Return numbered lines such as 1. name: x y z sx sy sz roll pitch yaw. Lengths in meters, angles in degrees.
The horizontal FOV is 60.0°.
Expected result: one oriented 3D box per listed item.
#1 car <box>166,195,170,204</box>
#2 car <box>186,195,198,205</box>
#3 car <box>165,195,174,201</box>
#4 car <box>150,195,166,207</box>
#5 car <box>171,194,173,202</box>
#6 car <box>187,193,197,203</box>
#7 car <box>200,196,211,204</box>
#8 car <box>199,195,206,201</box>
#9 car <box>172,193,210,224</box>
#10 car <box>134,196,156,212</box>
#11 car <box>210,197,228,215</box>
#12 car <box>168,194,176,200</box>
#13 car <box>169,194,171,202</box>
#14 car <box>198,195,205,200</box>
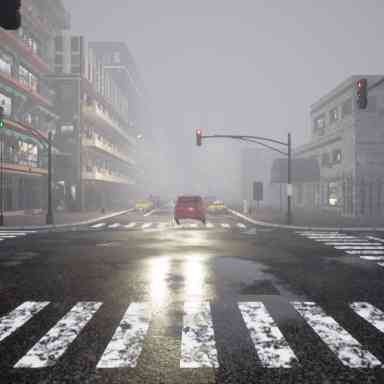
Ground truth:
1. car: -5.692 1.603 61.526 2.008 1.369 4.403 0 0 0
2. car: -0.004 1.403 60.607 2.097 1.767 4.553 0 0 0
3. car: -5.693 1.534 83.683 1.967 1.590 4.097 0 0 0
4. car: -5.690 1.351 50.448 2.192 1.841 5.009 0 0 0
5. car: -5.693 1.628 78.144 1.887 1.381 4.507 0 0 0
6. car: -0.004 1.182 70.670 2.150 2.045 5.566 0 0 0
7. car: 2.688 1.612 67.066 2.008 1.369 4.403 0 0 0
8. car: 2.687 1.632 89.393 1.752 1.417 4.829 0 0 0
9. car: -0.185 1.234 25.016 2.150 2.045 5.566 -1 0 -2
10. car: -5.691 1.549 39.199 1.752 1.417 4.829 0 0 0
11. car: 2.691 1.544 34.001 1.752 1.417 4.829 0 0 0
12. car: -5.694 1.434 94.762 2.192 1.841 5.009 0 0 0
13. car: -5.692 1.587 66.895 1.752 1.417 4.829 0 0 0
14. car: 2.686 1.670 94.762 2.008 1.369 4.403 0 0 0
